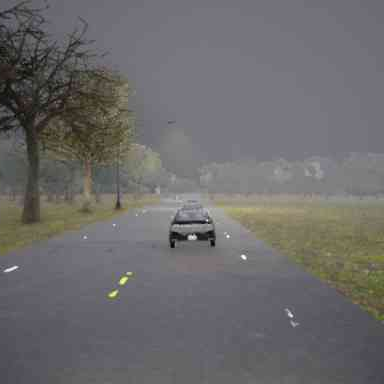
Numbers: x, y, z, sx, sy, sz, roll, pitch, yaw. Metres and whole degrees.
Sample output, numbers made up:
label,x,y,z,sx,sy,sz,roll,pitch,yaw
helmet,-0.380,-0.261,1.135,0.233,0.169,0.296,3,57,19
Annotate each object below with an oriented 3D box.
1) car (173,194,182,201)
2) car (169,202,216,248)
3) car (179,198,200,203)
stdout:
label,x,y,z,sx,sy,sz,roll,pitch,yaw
car,-3.292,1.231,75.937,2.128,1.511,4.902,0,0,0
car,0.013,1.454,14.605,2.128,1.511,4.902,-1,0,0
car,0.077,1.470,29.605,2.033,1.411,5.357,0,0,0
